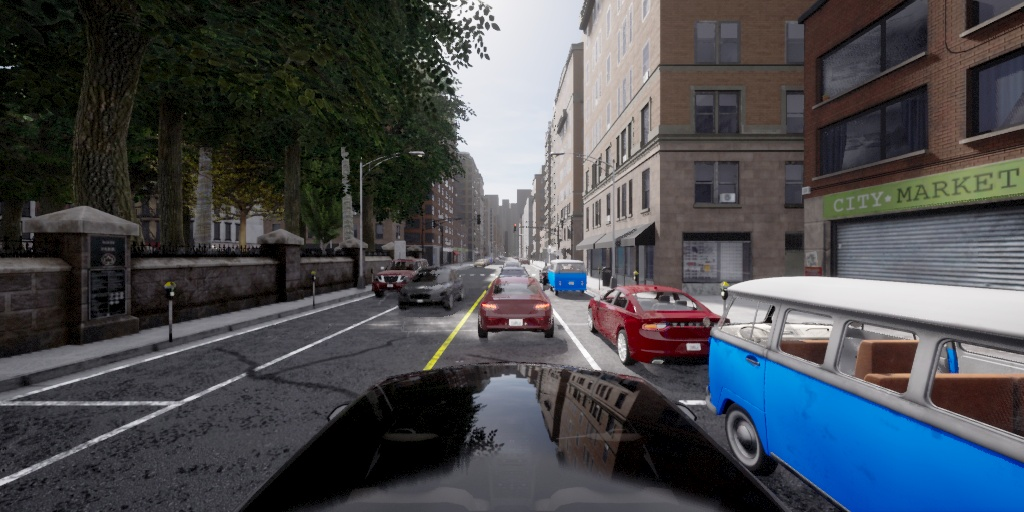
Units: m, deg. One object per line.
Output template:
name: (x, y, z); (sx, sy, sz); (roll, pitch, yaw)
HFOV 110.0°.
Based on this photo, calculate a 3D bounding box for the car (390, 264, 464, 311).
car: (-3.083, 1.252, 14.469); (1.837, 1.490, 4.892); (0, 0, 0)

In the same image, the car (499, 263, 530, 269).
car: (0.110, 1.292, 19.652); (2.033, 1.411, 5.357); (0, 0, 1)

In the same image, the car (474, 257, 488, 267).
car: (-5.624, 1.229, 62.676); (1.751, 1.417, 4.829); (0, 0, 0)

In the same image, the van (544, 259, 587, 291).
van: (2.869, 1.085, 19.191); (1.690, 1.789, 3.998); (0, 0, 0)

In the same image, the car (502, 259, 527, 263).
car: (0.024, 1.242, 29.396); (1.837, 1.490, 4.892); (0, 0, 0)

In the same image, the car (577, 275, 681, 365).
car: (2.861, 1.294, 7.870); (1.888, 1.381, 4.507); (0, 0, 0)

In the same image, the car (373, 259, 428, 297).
car: (-5.655, 1.060, 19.157); (2.192, 1.841, 5.009); (0, 0, 0)

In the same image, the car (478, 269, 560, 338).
car: (0.101, 1.274, 10.073); (1.812, 1.442, 4.674); (0, 0, 0)

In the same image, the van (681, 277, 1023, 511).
van: (2.857, 1.091, 2.209); (1.690, 1.789, 3.998); (0, 0, 0)
